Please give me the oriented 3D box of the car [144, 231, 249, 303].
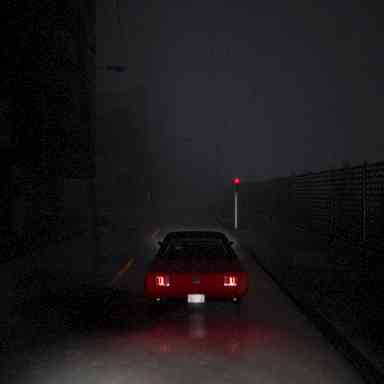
[{"bbox_3d":[0.089,1.601,8.123,1.895,1.301,4.718,0,0,0],"label":"car"}]
